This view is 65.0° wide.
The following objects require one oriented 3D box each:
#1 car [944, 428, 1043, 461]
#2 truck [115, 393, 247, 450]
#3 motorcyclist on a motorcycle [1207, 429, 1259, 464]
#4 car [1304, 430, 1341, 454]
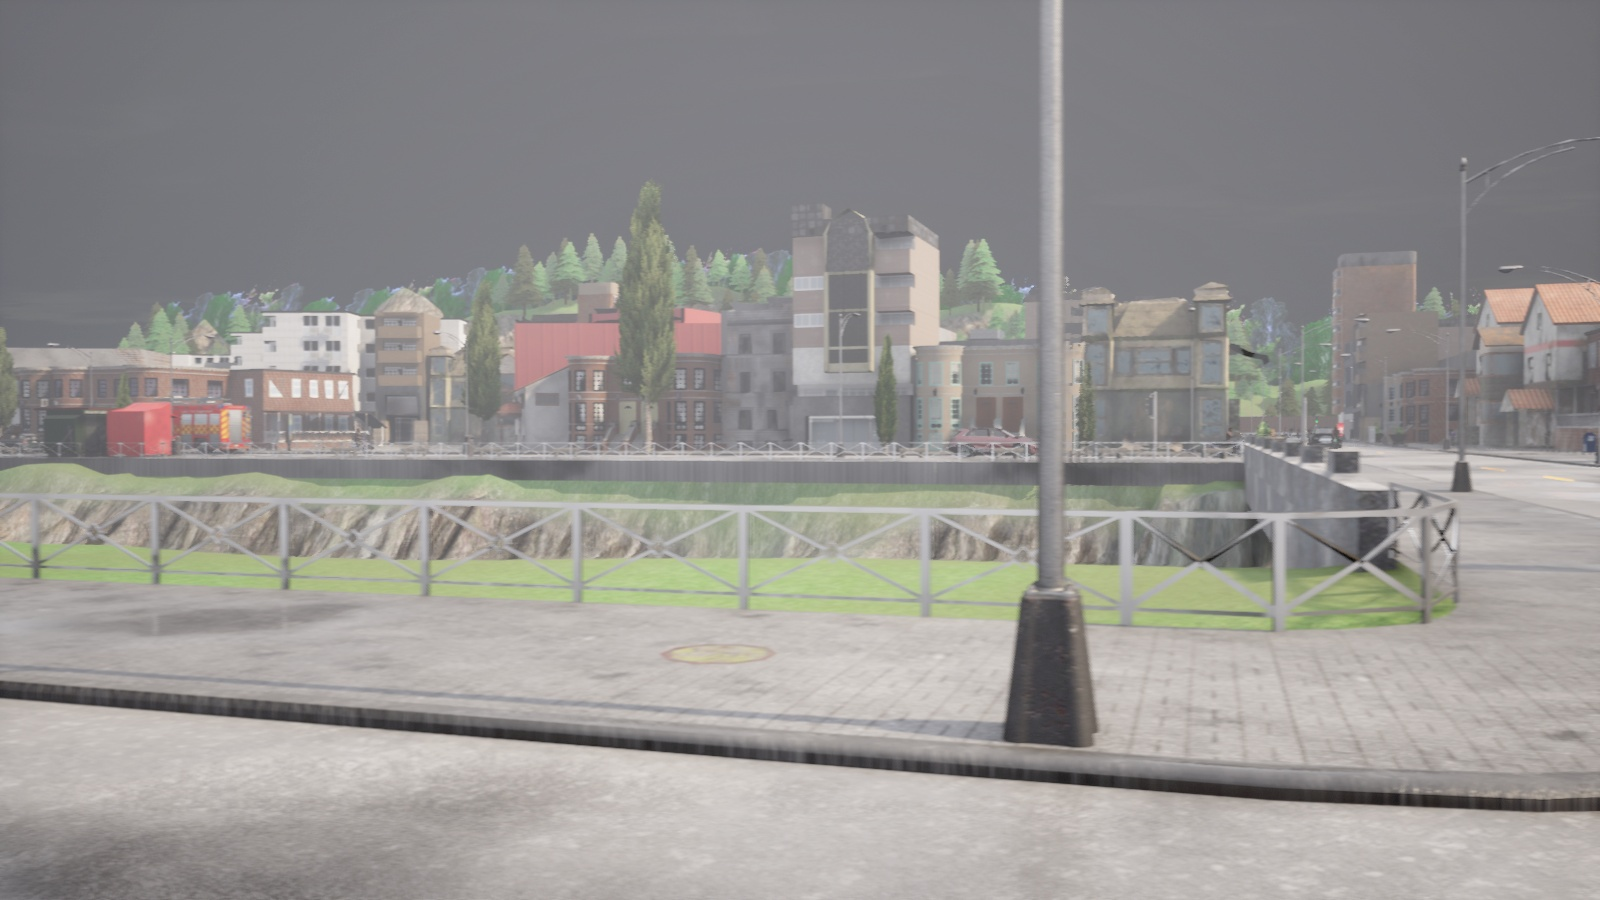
[{"bbox_3d":[10.075,-0.311,65.324,4.856,1.649,2.033,1,1,18],"label":"car"},{"bbox_3d":[-42.614,-1.945,86.443,8.468,3.827,2.891,1,1,18],"label":"truck"},{"bbox_3d":[21.251,-0.189,61.598,2.350,1.649,0.766,1,2,22],"label":"motorcyclist on a motorcycle"},{"bbox_3d":[36.799,-0.610,88.551,2.033,1.649,4.856,1,1,18],"label":"car"}]
